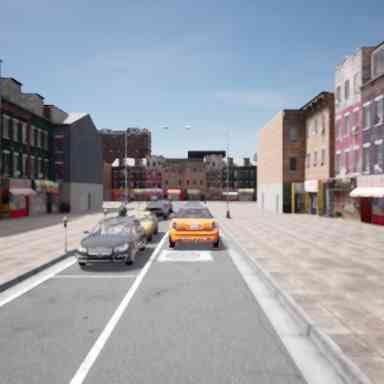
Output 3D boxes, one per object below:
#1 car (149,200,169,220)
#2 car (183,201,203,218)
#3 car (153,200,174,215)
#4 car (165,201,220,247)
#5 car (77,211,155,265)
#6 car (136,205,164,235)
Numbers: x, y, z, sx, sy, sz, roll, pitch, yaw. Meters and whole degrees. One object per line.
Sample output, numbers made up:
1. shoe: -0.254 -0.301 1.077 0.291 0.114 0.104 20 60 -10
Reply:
1. car: -3.033 1.633 29.441 1.837 1.490 4.892 0 0 0
2. car: 0.084 1.670 32.702 1.812 1.442 4.674 0 0 0
3. car: -3.031 1.640 36.442 1.882 1.535 5.008 0 0 0
4. car: 0.089 1.418 15.448 2.097 1.767 4.553 0 0 0
5. car: -2.649 1.600 11.726 2.008 1.369 4.403 0 0 0
6. car: -2.652 1.598 16.983 1.752 1.417 4.829 0 0 0
